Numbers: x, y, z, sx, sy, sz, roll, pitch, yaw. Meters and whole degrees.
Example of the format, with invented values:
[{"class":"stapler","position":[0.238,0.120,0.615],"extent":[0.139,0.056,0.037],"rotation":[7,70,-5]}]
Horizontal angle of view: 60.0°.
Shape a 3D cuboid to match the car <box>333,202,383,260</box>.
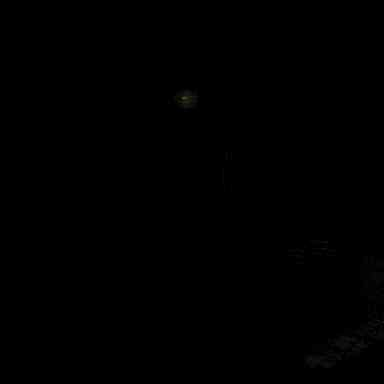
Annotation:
[{"class":"car","position":[6.476,1.317,10.297],"extent":[2.150,2.045,5.566],"rotation":[2,-1,1]}]
